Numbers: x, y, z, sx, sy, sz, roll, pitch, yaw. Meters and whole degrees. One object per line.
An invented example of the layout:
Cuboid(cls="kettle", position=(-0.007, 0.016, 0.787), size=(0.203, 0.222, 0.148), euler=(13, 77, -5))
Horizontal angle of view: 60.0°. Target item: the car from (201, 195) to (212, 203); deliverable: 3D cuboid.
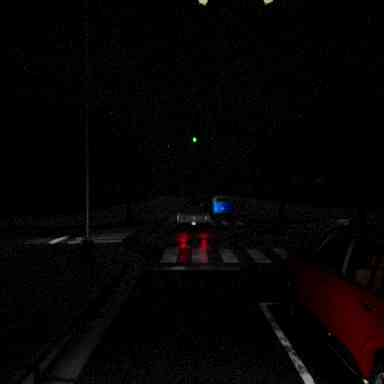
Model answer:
Cuboid(cls="car", position=(2.635, 1.276, 62.933), size=(1.887, 1.381, 4.507), euler=(-1, 0, 0))

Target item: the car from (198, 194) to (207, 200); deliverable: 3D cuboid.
Cuboid(cls="car", position=(2.637, 1.227, 84.559), size=(2.008, 1.369, 4.403), euler=(-1, 0, 0))

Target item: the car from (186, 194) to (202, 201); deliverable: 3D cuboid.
Cuboid(cls="car", position=(0.107, 1.338, 49.990), size=(1.994, 1.385, 4.181), euler=(0, 0, 0))

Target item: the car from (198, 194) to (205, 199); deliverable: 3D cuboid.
Cuboid(cls="car", position=(2.637, 1.208, 95.372), size=(2.008, 1.369, 4.403), euler=(-1, 0, 0))

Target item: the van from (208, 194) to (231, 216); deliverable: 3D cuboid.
Cuboid(cls="van", position=(2.629, 1.191, 30.494), size=(1.690, 1.788, 3.998), euler=(-1, 0, 0))

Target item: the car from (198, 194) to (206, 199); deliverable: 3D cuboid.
Cuboid(cls="car", position=(2.637, 1.211, 89.966), size=(1.887, 1.381, 4.507), euler=(-1, 0, 0))

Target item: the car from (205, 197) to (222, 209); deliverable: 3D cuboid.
Cuboid(cls="car", position=(2.633, 1.388, 41.308), size=(1.802, 1.307, 4.206), euler=(-1, 0, 0))

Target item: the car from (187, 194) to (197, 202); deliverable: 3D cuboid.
Cuboid(cls="car", position=(0.009, 1.233, 71.040), size=(2.128, 1.511, 4.902), euler=(0, 0, 0))

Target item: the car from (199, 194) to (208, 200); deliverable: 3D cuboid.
Cuboid(cls="car", position=(2.636, 1.253, 79.153), size=(1.947, 1.339, 4.313), euler=(-1, 0, 0))

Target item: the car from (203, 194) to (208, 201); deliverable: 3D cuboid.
Cuboid(cls="car", position=(2.629, 1.142, 35.900), size=(2.192, 1.841, 5.009), euler=(-1, 0, 0))

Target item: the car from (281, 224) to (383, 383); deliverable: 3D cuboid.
Cuboid(cls="car", position=(2.626, 1.292, 4.132), size=(2.192, 1.841, 5.009), euler=(-1, 0, 0))

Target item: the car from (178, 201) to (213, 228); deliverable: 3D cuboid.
Cuboid(cls="car", position=(0.103, 1.493, 21.097), size=(1.895, 1.301, 4.718), euler=(0, 0, 0))
